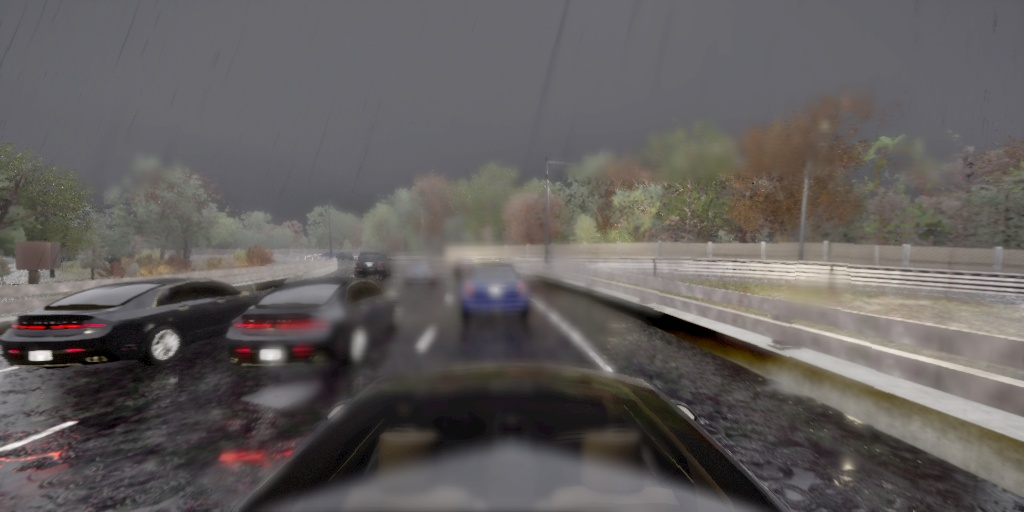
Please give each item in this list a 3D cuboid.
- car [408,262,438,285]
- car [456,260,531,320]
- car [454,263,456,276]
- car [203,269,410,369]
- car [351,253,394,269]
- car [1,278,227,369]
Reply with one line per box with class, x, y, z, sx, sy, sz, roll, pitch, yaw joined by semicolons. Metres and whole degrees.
car;-5.909;1.108;23.645;2.033;1.411;5.357;0;1;-12
car;-0.669;1.000;12.430;2.097;1.767;4.553;0;1;-6
car;-3.779;1.014;29.901;1.812;1.442;4.674;0;1;-14
car;-3.756;1.213;7.779;1.837;1.490;4.892;0;1;-4
car;-10.203;0.769;26.915;2.150;2.045;5.566;0;0;-13
car;-7.271;1.230;7.825;1.837;1.490;4.892;0;1;-4
